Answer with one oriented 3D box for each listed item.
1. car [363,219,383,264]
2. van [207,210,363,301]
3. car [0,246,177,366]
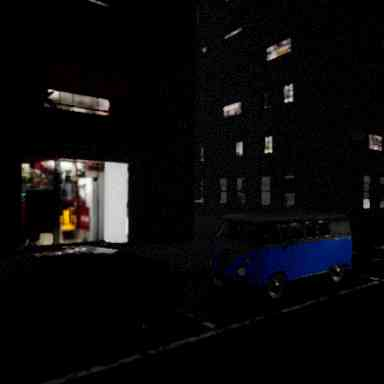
[{"bbox_3d":[6.747,1.604,11.362,4.507,1.381,1.887,0,0,-35],"label":"car"},{"bbox_3d":[2.252,1.373,8.154,3.998,1.788,1.690,0,0,-35],"label":"van"},{"bbox_3d":[-2.247,1.571,4.948,4.313,1.339,1.947,0,0,-35],"label":"car"}]
